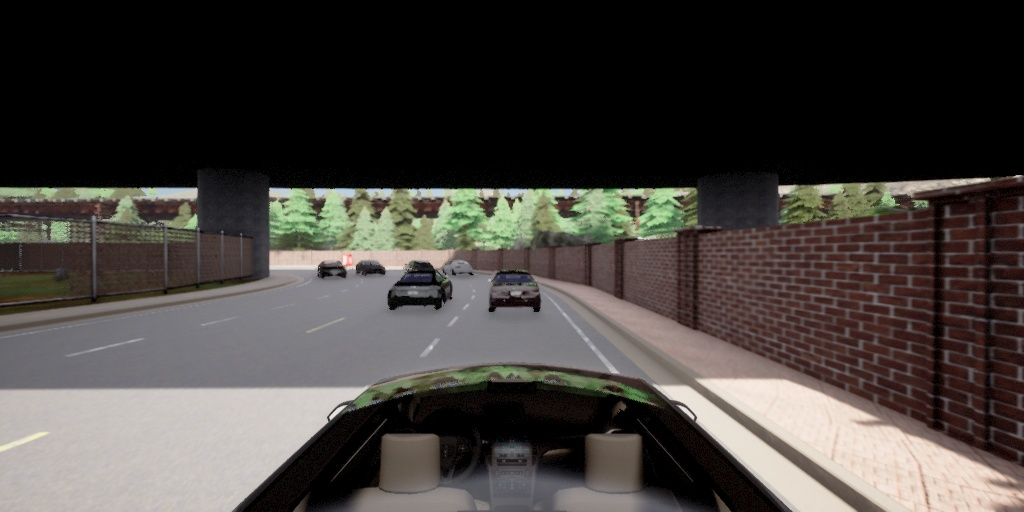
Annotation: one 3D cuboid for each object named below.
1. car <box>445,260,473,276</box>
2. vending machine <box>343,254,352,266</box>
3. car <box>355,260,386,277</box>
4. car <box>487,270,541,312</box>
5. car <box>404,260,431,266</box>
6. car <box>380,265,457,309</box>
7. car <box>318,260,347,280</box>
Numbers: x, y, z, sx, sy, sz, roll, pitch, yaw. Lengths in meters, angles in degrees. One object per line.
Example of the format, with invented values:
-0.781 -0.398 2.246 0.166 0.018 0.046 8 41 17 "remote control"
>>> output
-5.204 1.110 34.008 1.812 1.442 4.674 0 0 -28 "car"
-25.738 0.667 56.125 0.880 2.100 1.100 0 0 18 "vending machine"
-13.194 1.092 33.415 1.837 1.490 4.892 1 0 -36 "car"
0.026 1.235 13.911 2.033 1.411 5.357 0 0 -2 "car"
-8.645 1.094 33.035 1.837 1.490 4.892 1 0 -29 "car"
-3.566 1.248 14.491 1.994 1.385 4.181 0 0 -3 "car"
-14.889 1.098 29.667 2.128 1.511 4.902 0 0 -32 "car"
